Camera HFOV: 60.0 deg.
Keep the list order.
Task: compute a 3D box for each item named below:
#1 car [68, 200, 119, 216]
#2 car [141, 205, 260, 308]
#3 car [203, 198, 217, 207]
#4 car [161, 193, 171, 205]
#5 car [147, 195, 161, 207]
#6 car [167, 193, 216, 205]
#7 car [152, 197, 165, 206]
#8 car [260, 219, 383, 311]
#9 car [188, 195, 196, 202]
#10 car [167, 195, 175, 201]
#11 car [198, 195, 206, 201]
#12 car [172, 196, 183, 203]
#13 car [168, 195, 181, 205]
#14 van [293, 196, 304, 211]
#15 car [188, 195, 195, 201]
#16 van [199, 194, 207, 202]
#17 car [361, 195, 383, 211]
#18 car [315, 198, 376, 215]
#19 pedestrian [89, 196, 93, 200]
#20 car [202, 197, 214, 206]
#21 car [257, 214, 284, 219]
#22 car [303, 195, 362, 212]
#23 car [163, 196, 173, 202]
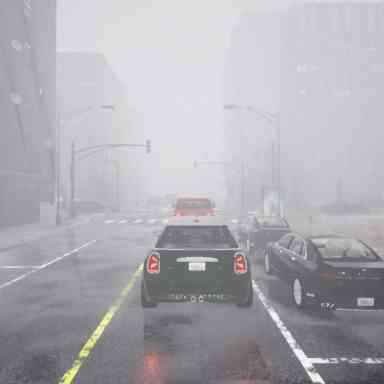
[{"bbox_3d":[-9.788,1.569,33.178,4.892,1.490,1.837,-1,0,-8],"label":"car"},{"bbox_3d":[0.097,1.354,8.087,2.097,1.767,4.553,0,0,0],"label":"car"},{"bbox_3d":[2.680,1.585,51.354,1.947,1.339,4.313,1,0,0],"label":"car"},{"bbox_3d":[-3.142,1.240,51.043,2.150,2.045,5.566,0,0,0],"label":"car"},{"bbox_3d":[-5.696,1.334,51.390,2.192,1.841,5.009,1,0,0],"label":"car"},{"bbox_3d":[0.080,1.228,17.558,2.150,2.045,5.566,0,0,0],"label":"car"},{"bbox_3d":[-5.702,1.566,56.961,1.887,1.381,4.507,1,0,0],"label":"car"},{"bbox_3d":[2.828,1.553,7.591,2.008,1.369,4.403,1,0,0],"label":"car"},{"bbox_3d":[-0.034,1.557,80.947,1.812,1.442,4.674,0,0,0],"label":"car"},{"bbox_3d":[-5.717,1.603,90.387,1.947,1.339,4.313,1,0,0],"label":"car"},{"bbox_3d":[2.664,1.582,90.351,1.887,1.381,4.507,1,0,0],"label":"car"},{"bbox_3d":[-3.029,1.553,70.682,2.128,1.511,4.902,0,0,0],"label":"car"},{"bbox_3d":[-3.093,1.375,60.612,2.097,1.767,4.553,0,0,0],"label":"car"},{"bbox_3d":[13.748,1.296,38.178,3.998,1.788,1.690,0,0,0],"label":"van"},{"bbox_3d":[-0.038,1.537,90.833,1.837,1.490,4.892,0,0,0],"label":"car"},{"bbox_3d":[2.671,1.373,79.210,1.690,1.788,3.998,1,0,0],"label":"van"},{"bbox_3d":[19.275,1.228,38.141,5.009,1.841,2.192,0,0,0],"label":"car"},{"bbox_3d":[13.691,1.413,29.797,4.206,1.307,1.802,0,0,0],"label":"car"},{"bbox_3d":[-12.546,1.347,41.312,0.375,1.860,0.375,0,0,0],"label":"pedestrian"},{"bbox_3d":[2.677,1.603,56.925,1.802,1.307,4.206,1,0,0],"label":"car"},{"bbox_3d":[2.825,1.555,13.161,2.008,1.369,4.403,1,0,0],"label":"car"},{"bbox_3d":[14.974,1.385,35.577,5.008,1.535,1.882,0,-1,2],"label":"car"},{"bbox_3d":[-5.712,1.597,79.245,1.947,1.339,4.313,1,0,0],"label":"car"}]
